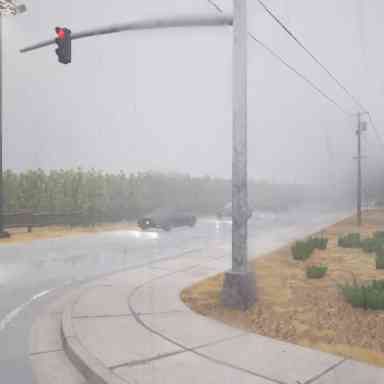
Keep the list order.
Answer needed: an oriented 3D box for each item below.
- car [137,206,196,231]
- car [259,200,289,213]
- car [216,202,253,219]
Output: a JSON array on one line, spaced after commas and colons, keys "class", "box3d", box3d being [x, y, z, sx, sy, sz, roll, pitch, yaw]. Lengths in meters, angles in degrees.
[{"class": "car", "box3d": [-1.481, 1.598, 20.871, 1.994, 1.385, 4.181, 0, 0, 33]}, {"class": "car", "box3d": [9.468, 1.581, 38.002, 2.033, 1.411, 5.357, 0, 0, 33]}, {"class": "car", "box3d": [3.860, 1.559, 29.208, 1.812, 1.442, 4.674, 0, 0, 32]}]
